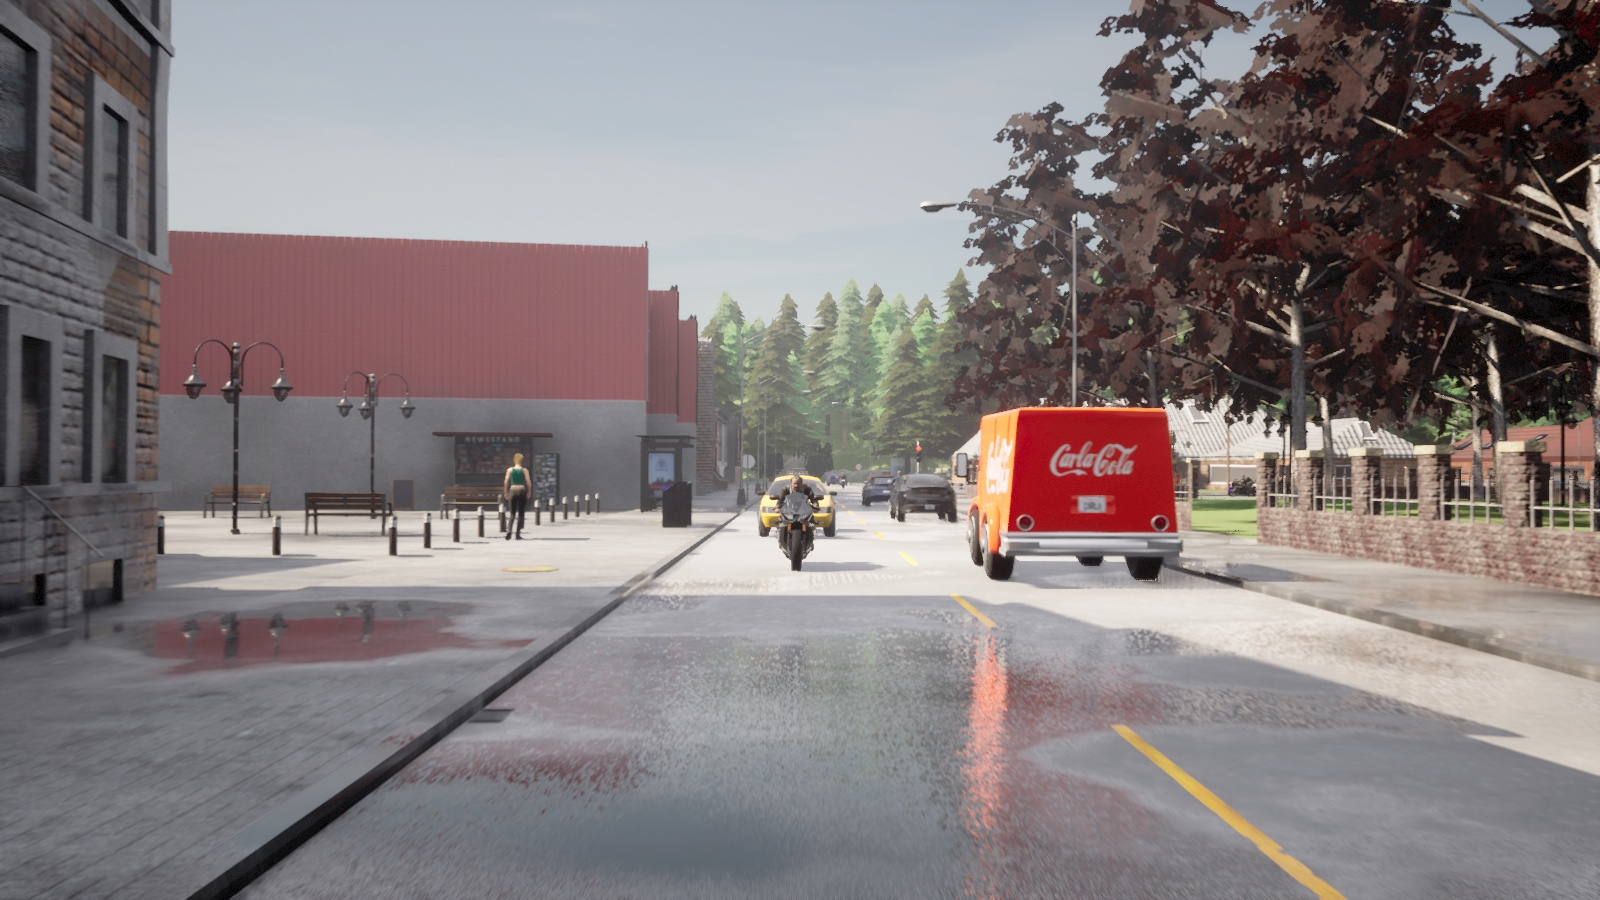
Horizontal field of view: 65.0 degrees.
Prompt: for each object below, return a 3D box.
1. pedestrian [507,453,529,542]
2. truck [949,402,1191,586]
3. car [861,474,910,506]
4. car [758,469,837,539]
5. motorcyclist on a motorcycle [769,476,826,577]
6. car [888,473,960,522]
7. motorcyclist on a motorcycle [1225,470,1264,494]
[{"bbox_3d":[-5.900,0.988,26.306,0.345,1.836,0.594,0,-1,-3],"label":"pedestrian"},{"bbox_3d":[3.953,0.640,19.563,2.627,2.467,5.204,0,-1,0],"label":"truck"},{"bbox_3d":[3.896,1.833,57.918,1.994,1.385,4.181,0,-1,1],"label":"car"},{"bbox_3d":[-0.059,1.277,31.271,1.801,1.575,5.366,0,-1,0],"label":"car"},{"bbox_3d":[-0.046,1.190,20.335,0.866,1.530,2.191,0,-1,0],"label":"motorcyclist on a motorcycle"},{"bbox_3d":[3.931,1.481,40.471,1.837,1.490,4.892,0,-1,0],"label":"car"},{"bbox_3d":[29.097,2.109,82.200,2.191,1.530,0.866,0,-1,2],"label":"motorcyclist on a motorcycle"}]
